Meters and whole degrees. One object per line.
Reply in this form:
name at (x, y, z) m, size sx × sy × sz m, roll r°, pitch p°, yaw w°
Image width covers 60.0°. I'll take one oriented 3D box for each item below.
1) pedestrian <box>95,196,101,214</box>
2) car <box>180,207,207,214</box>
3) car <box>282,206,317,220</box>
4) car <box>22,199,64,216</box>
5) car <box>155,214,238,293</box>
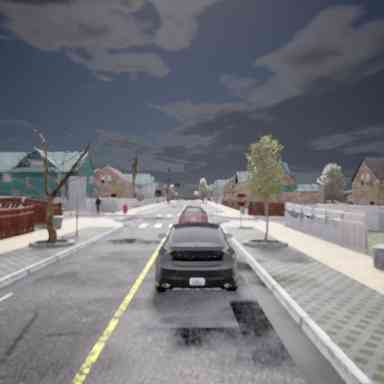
pedestrian at (-9.618, 1.280, 34.065) m, size 0.375 × 1.860 × 0.375 m, roll 0°, pitch -3°, yaw 0°
car at (0.107, 1.741, 23.938) m, size 1.994 × 1.385 × 4.181 m, roll 0°, pitch 0°, yaw 0°
car at (11.033, 2.012, 31.109) m, size 5.008 × 1.535 × 1.882 m, roll 1°, pitch -1°, yaw -1°
car at (-13.436, 1.394, 28.204) m, size 5.008 × 1.535 × 1.882 m, roll 2°, pitch -1°, yaw 0°
car at (0.099, 1.567, 9.042) m, size 1.837 × 1.490 × 4.892 m, roll 0°, pitch -1°, yaw 0°
